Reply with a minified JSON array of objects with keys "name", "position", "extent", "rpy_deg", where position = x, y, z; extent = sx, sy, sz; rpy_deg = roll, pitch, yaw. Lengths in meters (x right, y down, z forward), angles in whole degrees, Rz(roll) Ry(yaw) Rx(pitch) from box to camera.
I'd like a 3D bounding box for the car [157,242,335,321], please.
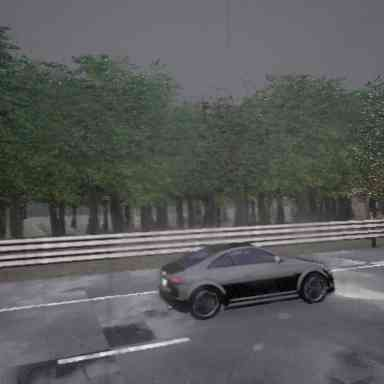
[{"name":"car","position":[1.265,1.926,8.017],"extent":[4.181,1.385,1.994],"rpy_deg":[-1,-3,-20]}]
